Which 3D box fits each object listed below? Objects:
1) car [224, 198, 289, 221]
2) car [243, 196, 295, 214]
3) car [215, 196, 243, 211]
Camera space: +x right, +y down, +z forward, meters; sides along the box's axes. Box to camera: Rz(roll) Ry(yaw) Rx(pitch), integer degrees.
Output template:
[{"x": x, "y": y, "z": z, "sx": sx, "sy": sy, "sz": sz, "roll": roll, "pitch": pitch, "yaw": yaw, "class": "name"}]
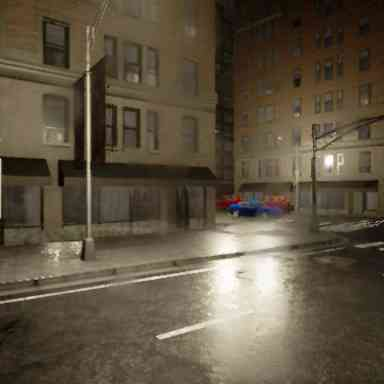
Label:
[{"x": 5.599, "y": 1.570, "z": 29.239, "sx": 1.882, "sy": 1.535, "sz": 5.008, "roll": 0, "pitch": 1, "yaw": -44, "class": "car"}, {"x": 8.281, "y": 1.365, "z": 34.778, "sx": 2.192, "sy": 1.841, "sz": 5.009, "roll": 0, "pitch": 0, "yaw": -44, "class": "car"}, {"x": 4.454, "y": 1.314, "z": 38.739, "sx": 2.192, "sy": 1.841, "sz": 5.009, "roll": 0, "pitch": 0, "yaw": -44, "class": "car"}]
